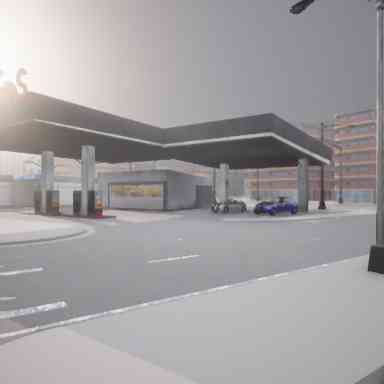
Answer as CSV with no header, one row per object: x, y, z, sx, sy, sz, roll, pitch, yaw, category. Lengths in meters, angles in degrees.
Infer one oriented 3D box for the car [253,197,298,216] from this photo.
7.889,1.292,31.250,4.611,1.667,2.242,0,0,-35,car

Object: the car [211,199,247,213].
3.932,1.452,35.484,3.806,1.475,1.970,0,0,-35,car
